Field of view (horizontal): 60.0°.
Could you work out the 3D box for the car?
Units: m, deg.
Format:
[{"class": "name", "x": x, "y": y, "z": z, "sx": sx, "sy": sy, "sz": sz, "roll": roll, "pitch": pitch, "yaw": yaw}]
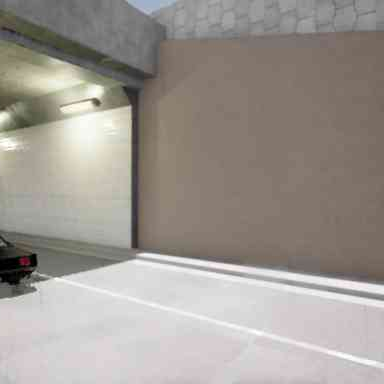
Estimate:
[{"class": "car", "x": -5.922, "y": 1.580, "z": 8.217, "sx": 4.718, "sy": 1.301, "sz": 1.895, "roll": 0, "pitch": 0, "yaw": 35}]
